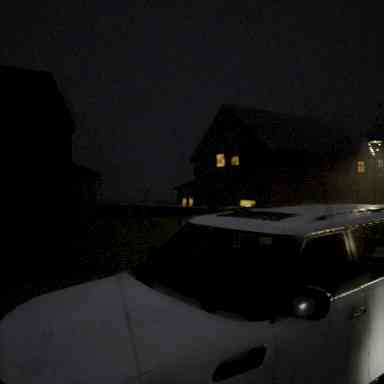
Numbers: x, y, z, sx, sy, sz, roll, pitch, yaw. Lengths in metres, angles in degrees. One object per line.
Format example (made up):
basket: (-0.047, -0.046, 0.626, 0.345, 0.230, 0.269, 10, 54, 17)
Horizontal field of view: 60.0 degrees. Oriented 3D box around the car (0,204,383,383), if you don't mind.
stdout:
car: (0.849, 1.209, 3.665, 5.566, 2.045, 2.150, -1, 0, -35)
